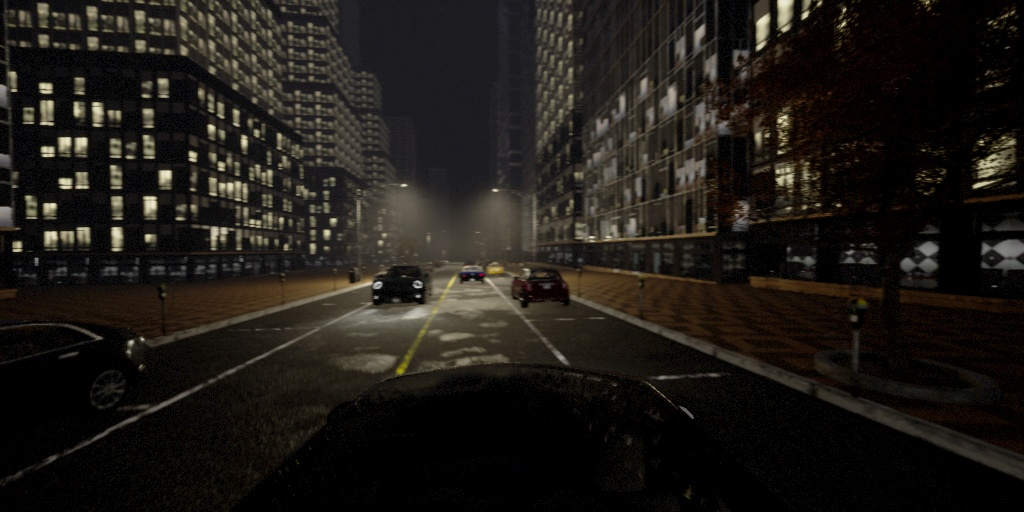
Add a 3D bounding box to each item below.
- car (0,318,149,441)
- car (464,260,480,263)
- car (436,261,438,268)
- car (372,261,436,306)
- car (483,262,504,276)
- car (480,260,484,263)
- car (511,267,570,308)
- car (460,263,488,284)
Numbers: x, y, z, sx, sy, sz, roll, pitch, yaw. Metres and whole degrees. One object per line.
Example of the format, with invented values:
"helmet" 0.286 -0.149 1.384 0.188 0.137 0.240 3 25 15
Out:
"car" -5.797 1.366 3.251 2.007 1.370 4.403 0 0 -7
"car" -5.430 1.392 46.068 1.837 1.490 4.892 -1 1 -7
"car" -11.465 1.394 47.892 1.967 1.591 4.097 0 0 -7
"car" -4.858 1.177 16.394 2.097 1.767 4.553 -1 0 -7
"car" -1.755 1.353 37.958 1.751 1.417 4.829 0 0 -7
"car" -3.151 1.432 48.948 1.948 1.339 4.313 0 0 -7
"car" 1.100 1.198 15.468 1.967 1.591 4.097 0 0 -7
"car" -3.126 1.426 28.049 1.895 1.301 4.718 -1 0 -7
